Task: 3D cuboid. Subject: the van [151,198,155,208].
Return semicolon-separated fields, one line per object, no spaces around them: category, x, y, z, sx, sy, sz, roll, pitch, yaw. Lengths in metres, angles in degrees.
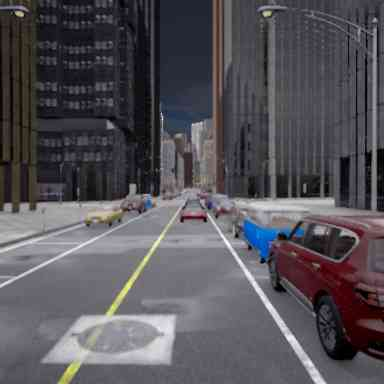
van;-5.756;1.160;39.026;1.690;1.788;3.998;0;0;0

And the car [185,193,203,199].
car;0.113;1.297;42.257;2.128;1.511;4.902;0;0;0

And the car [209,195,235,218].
car;2.773;1.310;27.961;1.967;1.590;4.097;0;0;0

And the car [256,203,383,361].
car;2.770;1.287;5.858;2.192;1.841;5.009;0;0;0

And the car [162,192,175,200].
car;-5.743;0.980;77.114;2.192;1.841;5.009;0;0;0

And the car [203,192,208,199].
car;2.773;1.134;39.010;2.192;1.841;5.009;0;0;0

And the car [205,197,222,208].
car;2.775;1.346;44.537;2.008;1.369;4.403;0;0;0

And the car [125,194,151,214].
car;-5.759;1.159;33.500;2.192;1.841;5.009;0;0;0

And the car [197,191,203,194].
car;2.782;0.981;77.102;2.192;1.841;5.009;0;0;0

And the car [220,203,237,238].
car;2.772;1.472;16.910;2.008;1.369;4.403;0;0;0

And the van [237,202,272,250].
van;2.771;1.288;11.383;1.690;1.788;3.998;0;0;0

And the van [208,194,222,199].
van;2.773;1.185;33.485;1.690;1.788;3.998;0;0;0

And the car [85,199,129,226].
car;-5.764;1.421;22.282;1.752;1.417;4.829;0;0;0

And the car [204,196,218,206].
car;2.775;1.316;50.062;1.887;1.381;4.507;0;0;0

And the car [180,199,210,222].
car;0.108;1.446;25.122;1.994;1.385;4.181;0;0;0
